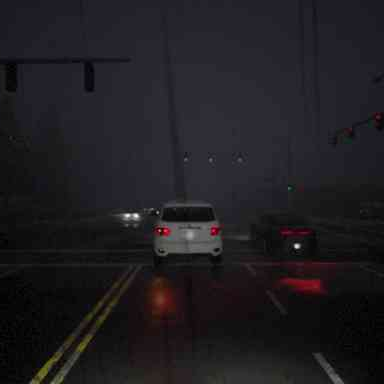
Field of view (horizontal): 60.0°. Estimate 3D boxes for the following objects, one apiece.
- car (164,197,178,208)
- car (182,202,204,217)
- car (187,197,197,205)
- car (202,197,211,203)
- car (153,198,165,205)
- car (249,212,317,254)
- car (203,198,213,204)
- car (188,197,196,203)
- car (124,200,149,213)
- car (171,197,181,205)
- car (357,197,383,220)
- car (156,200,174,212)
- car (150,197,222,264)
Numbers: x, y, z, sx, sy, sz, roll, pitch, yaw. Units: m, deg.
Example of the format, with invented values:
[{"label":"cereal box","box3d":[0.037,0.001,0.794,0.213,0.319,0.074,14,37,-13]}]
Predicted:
[{"label":"car","box3d":[-3.549,1.699,56.279,2.097,1.767,4.553,0,0,0]},{"label":"car","box3d":[0.109,1.748,34.239,2.033,1.411,5.357,0,-1,0]},{"label":"car","box3d":[0.019,1.974,73.448,2.128,1.511,4.902,0,0,0]},{"label":"car","box3d":[3.522,1.916,82.956,2.128,1.511,4.902,0,0,0]},{"label":"car","box3d":[-6.981,1.972,70.696,2.033,1.411,5.357,0,0,0]},{"label":"car","box3d":[3.603,1.586,13.820,1.837,1.490,4.892,0,0,0]},{"label":"car","box3d":[3.520,1.973,73.704,1.812,1.442,4.674,0,0,0]},{"label":"car","box3d":[0.022,1.931,82.957,2.033,1.411,5.357,0,0,0]},{"label":"car","box3d":[-7.085,1.745,41.253,2.128,1.511,4.902,0,0,0]},{"label":"car","box3d":[-3.481,1.911,70.966,1.882,1.535,5.008,0,0,0]},{"label":"car","box3d":[17.477,1.344,29.096,5.566,2.045,2.150,0,0,0]},{"label":"car","box3d":[-3.567,1.839,44.829,1.994,1.385,4.181,0,0,0]},{"label":"car","box3d":[-0.325,1.290,12.278,2.150,2.045,5.566,0,0,-6]}]
